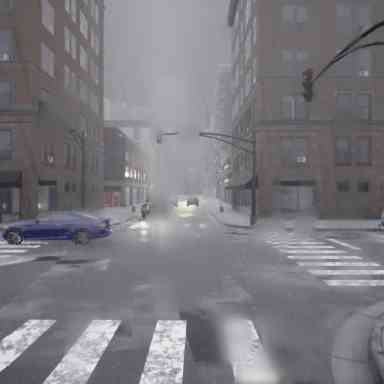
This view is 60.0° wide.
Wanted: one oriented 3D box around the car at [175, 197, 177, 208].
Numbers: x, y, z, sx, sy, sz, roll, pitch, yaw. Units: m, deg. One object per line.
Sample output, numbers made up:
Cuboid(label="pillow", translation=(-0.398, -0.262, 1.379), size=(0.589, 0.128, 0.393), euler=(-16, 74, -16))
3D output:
Cuboid(label="car", translation=(-3.087, 1.545, 39.461), size=(1.812, 1.442, 4.674), euler=(0, 0, 0))

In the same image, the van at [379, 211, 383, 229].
Cuboid(label="van", translation=(12.062, 1.358, 17.401), size=(3.998, 1.788, 1.690), euler=(0, 0, 0))

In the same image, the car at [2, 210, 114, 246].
Cuboid(label="car", translation=(-5.876, 1.528, 14.769), size=(4.674, 1.442, 1.812), euler=(0, 0, 0))

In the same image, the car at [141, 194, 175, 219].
Cuboid(label="car", translation=(-3.075, 1.236, 29.788), size=(2.150, 2.045, 5.566), euler=(0, 0, 2))

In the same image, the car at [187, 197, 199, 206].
Cuboid(label="car", translation=(0.124, 1.516, 55.012), size=(2.128, 1.511, 4.902), euler=(0, 0, 0))
